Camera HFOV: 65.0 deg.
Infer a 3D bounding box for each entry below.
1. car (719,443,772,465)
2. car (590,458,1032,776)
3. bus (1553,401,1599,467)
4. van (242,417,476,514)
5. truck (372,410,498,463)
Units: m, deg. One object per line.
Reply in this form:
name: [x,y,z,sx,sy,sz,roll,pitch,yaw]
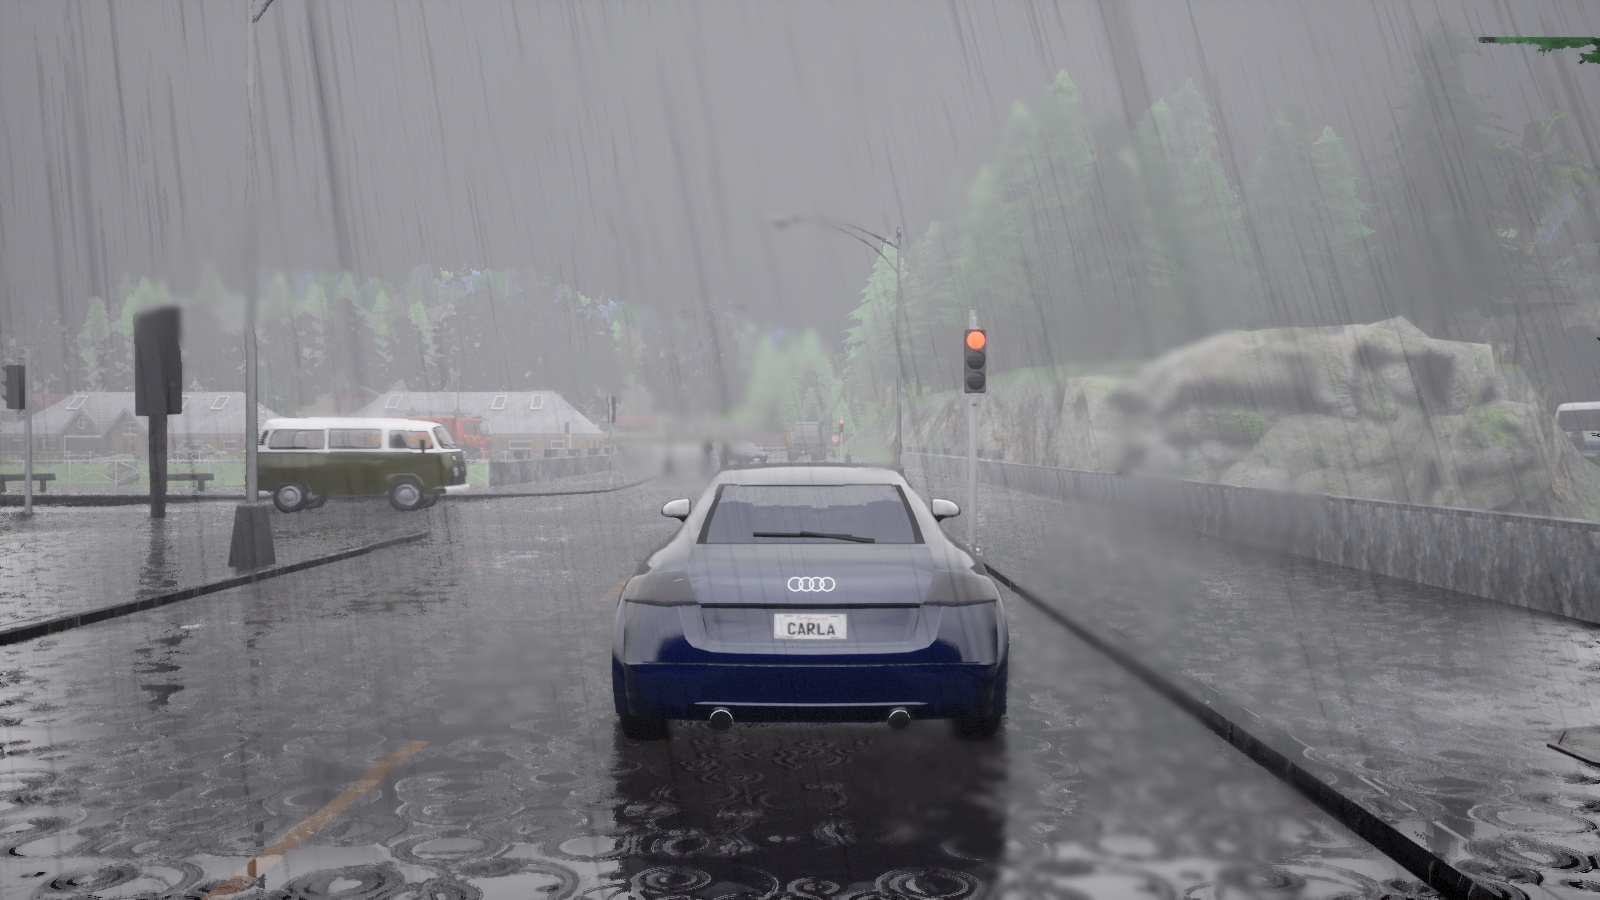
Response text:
car: [-3.853,0.249,87.556,2.163,1.488,4.792,0,0,-23]
car: [0.066,0.767,7.763,1.994,1.385,4.181,0,0,1]
bus: [53.985,-1.048,81.647,3.944,4.253,10.273,0,0,0]
van: [-9.574,0.305,27.603,4.480,2.038,2.069,0,1,-5]
truck: [-26.986,-0.968,93.129,8.468,3.827,2.891,0,0,0]
